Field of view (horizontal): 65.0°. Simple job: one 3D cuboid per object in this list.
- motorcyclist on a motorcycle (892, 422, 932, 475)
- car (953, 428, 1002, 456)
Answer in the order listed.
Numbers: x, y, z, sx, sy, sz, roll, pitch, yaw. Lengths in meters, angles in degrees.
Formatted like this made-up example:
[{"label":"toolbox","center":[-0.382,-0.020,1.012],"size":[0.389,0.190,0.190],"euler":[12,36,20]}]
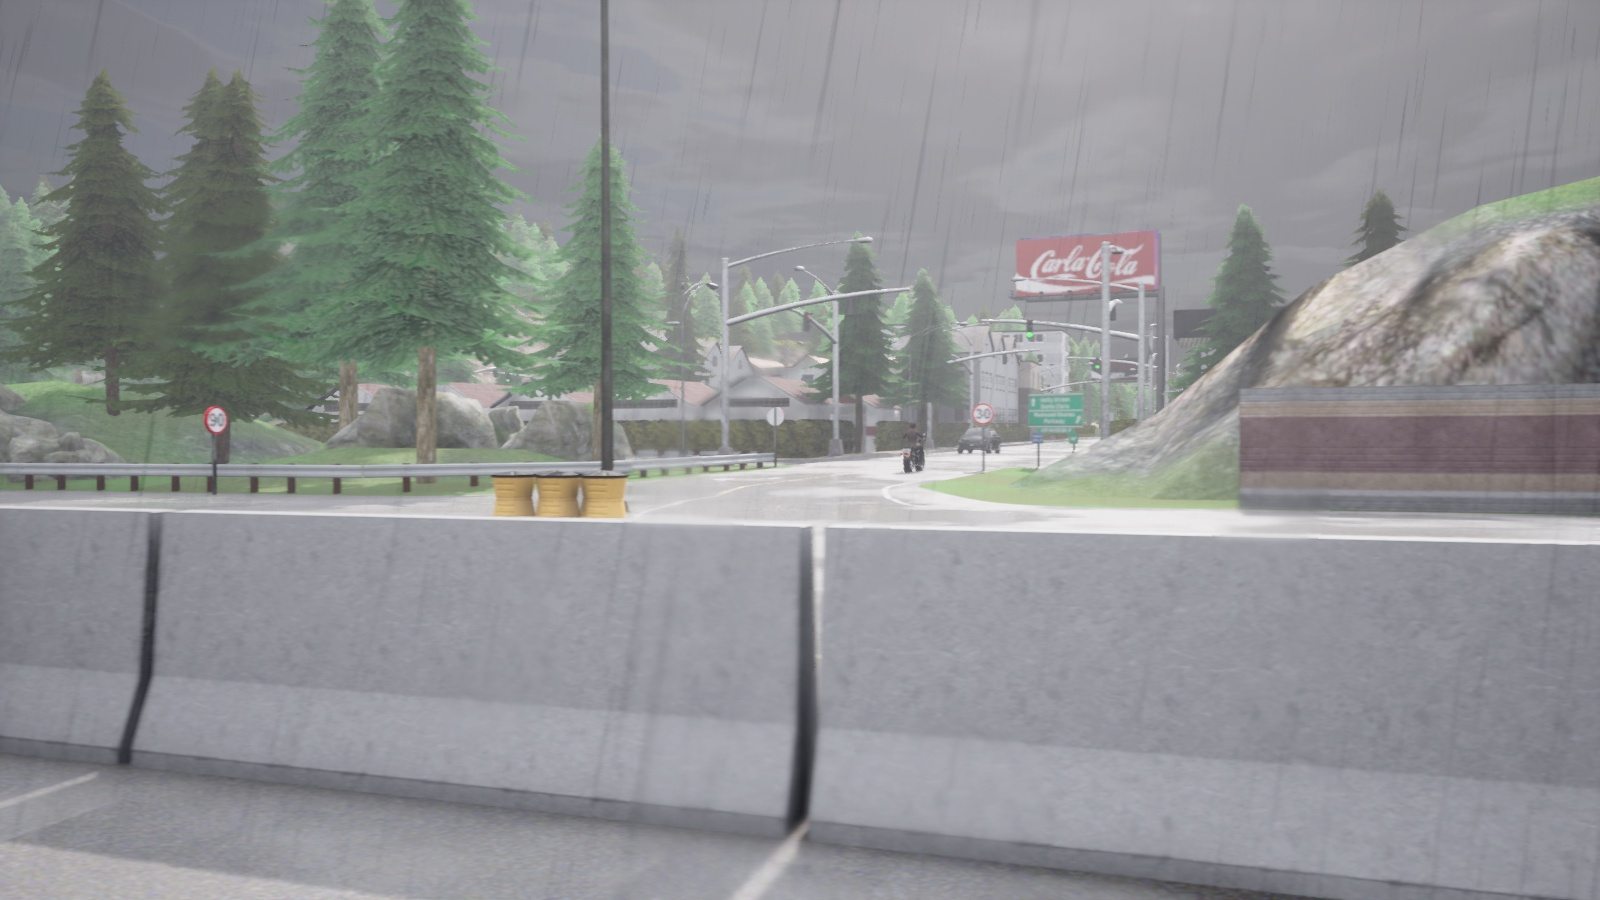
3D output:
[{"label":"motorcyclist on a motorcycle","center":[3.633,-0.054,40.519],"size":[0.766,1.649,2.350],"euler":[1,1,18]},{"label":"car","center":[10.117,-0.452,71.181],"size":[1.837,1.490,4.892],"euler":[2,1,19]}]
